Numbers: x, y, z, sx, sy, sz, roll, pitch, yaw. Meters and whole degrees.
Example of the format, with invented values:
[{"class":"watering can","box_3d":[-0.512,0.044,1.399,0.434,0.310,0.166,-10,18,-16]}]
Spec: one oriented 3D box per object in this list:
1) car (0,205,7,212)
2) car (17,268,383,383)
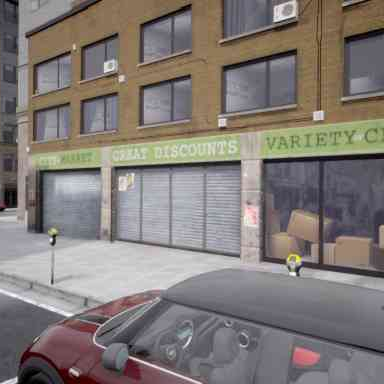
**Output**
[{"class":"car","box_3d":[-19.405,1.458,29.761,1.895,1.301,4.718,1,1,34]},{"class":"car","box_3d":[0.261,1.440,2.879,4.097,1.590,1.967,0,1,35]}]
